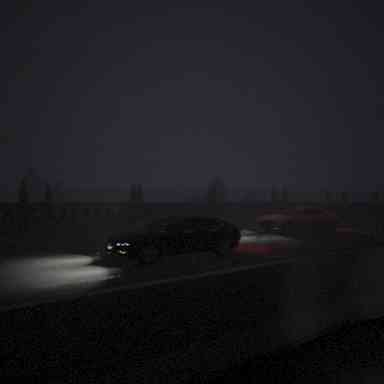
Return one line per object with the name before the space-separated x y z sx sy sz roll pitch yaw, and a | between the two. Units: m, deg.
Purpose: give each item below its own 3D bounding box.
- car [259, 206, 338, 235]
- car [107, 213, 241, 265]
car | 6.282 1.589 19.473 5.008 1.535 1.882 1 0 -25
car | -0.512 1.526 11.728 4.892 1.490 1.837 1 0 -31
